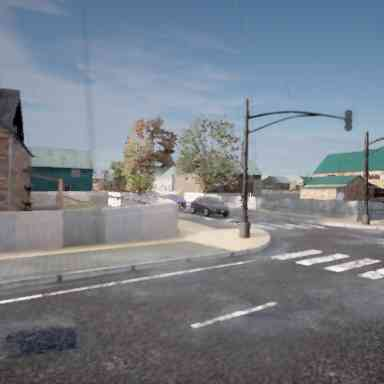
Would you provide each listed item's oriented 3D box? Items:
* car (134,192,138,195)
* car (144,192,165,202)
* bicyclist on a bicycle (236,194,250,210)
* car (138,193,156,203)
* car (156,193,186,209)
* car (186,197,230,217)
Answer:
[{"bbox_3d":[-10.105,0.686,65.226,1.895,1.301,4.718,1,0,-21],"label":"car"},{"bbox_3d":[-6.332,0.804,55.610,2.033,1.411,5.357,1,0,-22],"label":"car"},{"bbox_3d":[5.167,1.017,33.659,1.656,1.620,0.582,1,0,-21],"label":"bicyclist on a bicycle"},{"bbox_3d":[-5.646,0.951,45.558,1.895,1.301,4.718,1,0,-21],"label":"car"},{"bbox_3d":[-2.125,0.986,36.312,1.882,1.535,5.008,1,0,-21],"label":"car"},{"bbox_3d":[1.403,1.171,27.065,1.837,1.490,4.892,1,1,-21],"label":"car"}]
